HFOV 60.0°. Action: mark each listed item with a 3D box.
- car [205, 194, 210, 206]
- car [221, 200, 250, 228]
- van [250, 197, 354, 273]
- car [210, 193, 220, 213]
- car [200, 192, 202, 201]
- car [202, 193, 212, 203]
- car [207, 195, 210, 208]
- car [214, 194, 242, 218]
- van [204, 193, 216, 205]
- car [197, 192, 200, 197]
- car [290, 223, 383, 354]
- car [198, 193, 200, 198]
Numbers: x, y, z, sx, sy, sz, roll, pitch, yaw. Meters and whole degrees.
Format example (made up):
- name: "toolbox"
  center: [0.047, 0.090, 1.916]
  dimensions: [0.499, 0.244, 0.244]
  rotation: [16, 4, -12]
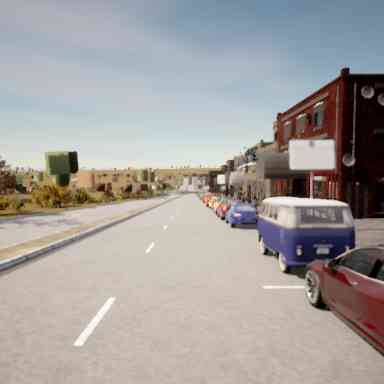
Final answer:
- name: "car"
  center: [3.225, 1.419, 43.483]
  dimensions: [2.097, 1.535, 5.008]
  rotation: [0, 0, 0]
- name: "car"
  center: [3.225, 1.462, 21.259]
  dimensions: [2.002, 1.452, 4.674]
  rotation: [0, 0, 0]
- name: "van"
  center: [3.225, 1.197, 10.328]
  dimensions: [1.878, 1.987, 4.442]
  rotation: [0, 0, 0]
- name: "car"
  center: [3.225, 1.295, 32.406]
  dimensions: [2.185, 1.767, 4.553]
  rotation: [0, 0, 0]
- name: "car"
  center: [3.225, 1.292, 65.557]
  dimensions: [2.185, 1.767, 4.553]
  rotation: [0, 0, 0]
- name: "car"
  center: [3.225, 1.168, 48.916]
  dimensions: [2.435, 2.045, 5.566]
  rotation: [0, 0, 0]
- name: "car"
  center: [3.225, 1.421, 37.957]
  dimensions: [2.231, 1.521, 4.892]
  rotation: [0, 0, 0]
- name: "car"
  center: [3.224, 1.295, 26.881]
  dimensions: [2.185, 1.767, 4.553]
  rotation: [0, 0, 0]
- name: "van"
  center: [3.225, 1.192, 60.180]
  dimensions: [1.878, 1.987, 4.442]
  rotation: [0, 0, 0]
- name: "car"
  center: [3.224, 1.411, 93.274]
  dimensions: [1.946, 1.575, 5.366]
  rotation: [0, 0, 0]
- name: "car"
  center: [3.226, 1.453, 4.716]
  dimensions: [2.163, 1.488, 4.792]
  rotation: [0, 0, 0]
- name: "car"
  center: [3.224, 1.417, 82.032]
  dimensions: [2.231, 1.521, 4.892]
  rotation: [0, 0, 0]
